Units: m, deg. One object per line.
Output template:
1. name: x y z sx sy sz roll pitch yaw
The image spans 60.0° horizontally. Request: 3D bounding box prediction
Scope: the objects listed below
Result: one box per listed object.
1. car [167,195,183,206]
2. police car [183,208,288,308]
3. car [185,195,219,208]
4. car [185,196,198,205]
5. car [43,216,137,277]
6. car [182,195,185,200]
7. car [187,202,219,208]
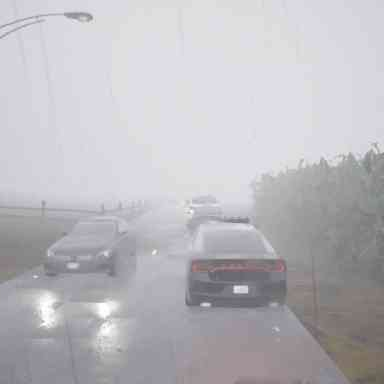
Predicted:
1. car: -2.903 1.510 53.180 1.994 1.385 4.181 0 0 0
2. police car: 0.814 1.420 8.131 1.930 1.638 5.238 0 0 0
3. car: 0.794 1.197 24.050 2.150 2.045 5.566 0 0 0
4. car: -0.070 1.451 59.821 2.128 1.511 4.902 0 0 0
5. car: -2.864 1.519 10.333 1.812 1.442 4.674 0 0 0
6. car: -0.014 1.419 46.376 1.882 1.535 5.008 0 0 1
7. car: 0.803 1.489 18.021 1.837 1.490 4.892 0 0 0
